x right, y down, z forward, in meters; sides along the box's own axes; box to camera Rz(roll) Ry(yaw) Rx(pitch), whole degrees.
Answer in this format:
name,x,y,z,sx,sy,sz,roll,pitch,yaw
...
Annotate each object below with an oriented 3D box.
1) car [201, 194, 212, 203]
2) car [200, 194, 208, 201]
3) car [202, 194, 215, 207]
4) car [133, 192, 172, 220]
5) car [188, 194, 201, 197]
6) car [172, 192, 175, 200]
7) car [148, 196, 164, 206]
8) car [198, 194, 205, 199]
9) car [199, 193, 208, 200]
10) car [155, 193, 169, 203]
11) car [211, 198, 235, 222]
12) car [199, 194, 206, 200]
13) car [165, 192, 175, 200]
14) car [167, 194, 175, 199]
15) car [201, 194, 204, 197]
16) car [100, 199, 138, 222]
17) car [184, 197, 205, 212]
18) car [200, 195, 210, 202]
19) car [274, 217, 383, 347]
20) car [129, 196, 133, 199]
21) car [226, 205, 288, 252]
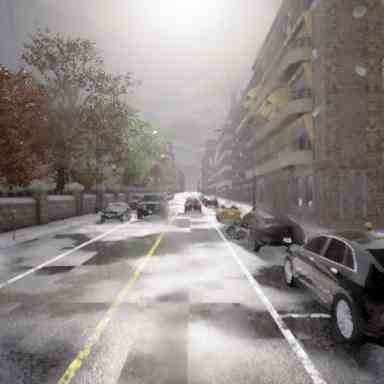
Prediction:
name,x,y,z,sx,sy,sz,roll,pitch,yaw
car,2.708,1.207,63.867,1.967,1.590,4.097,1,0,0
car,2.707,1.251,75.084,1.752,1.417,4.829,1,0,0
car,2.705,1.393,47.296,1.947,1.339,4.313,1,0,0
car,-3.094,1.121,27.429,2.150,2.045,5.566,0,0,0
car,0.025,1.296,49.747,1.882,1.535,5.008,0,1,0
car,-5.673,1.251,80.438,1.887,1.381,4.507,1,0,0
car,-5.674,1.373,52.821,1.947,1.339,4.313,1,0,0
car,2.707,1.192,91.654,1.752,1.417,4.829,1,0,0
car,2.709,1.147,80.438,1.967,1.590,4.097,1,0,0
car,-5.669,1.082,63.867,2.192,1.841,5.009,1,0,0
car,2.705,1.432,25.373,1.752,1.417,4.829,1,0,0
car,2.706,1.269,85.961,1.802,1.307,4.206,1,0,0
car,-5.669,1.002,85.960,2.192,1.841,5.009,1,0,0
car,-5.673,1.212,91.485,1.887,1.381,4.507,1,0,0
car,2.706,1.353,58.345,1.947,1.339,4.313,1,0,0
car,-5.675,1.459,25.204,2.008,1.369,4.403,1,0,0
car,0.091,1.469,35.973,1.895,1.301,4.718,0,0,0
car,2.706,1.291,69.390,1.887,1.381,4.507,1,0,0
car,3.146,1.481,6.309,1.837,1.490,4.892,0,0,0
car,-5.670,1.182,36.250,2.192,1.841,5.009,1,0,0
car,2.949,1.475,13.706,1.812,1.442,4.674,0,0,-8
